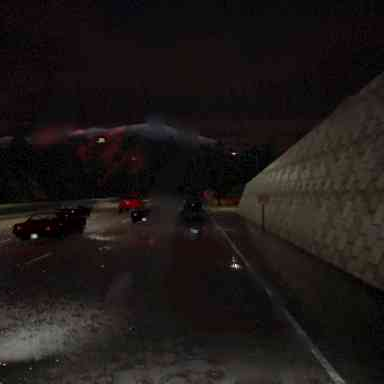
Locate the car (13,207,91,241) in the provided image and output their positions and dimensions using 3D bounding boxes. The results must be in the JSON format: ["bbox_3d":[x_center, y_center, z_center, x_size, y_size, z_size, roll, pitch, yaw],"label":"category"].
[{"bbox_3d":[-6.898,1.636,16.794,1.895,1.301,4.718,0,0,0],"label":"car"}]

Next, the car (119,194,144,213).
[{"bbox_3d":[-6.895,1.298,38.365,2.150,2.045,5.566,0,-1,0],"label":"car"}]

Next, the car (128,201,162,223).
[{"bbox_3d":[-3.397,1.655,25.880,1.895,1.301,4.718,0,0,0],"label":"car"}]

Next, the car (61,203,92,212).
[{"bbox_3d":[-10.395,1.662,29.449,1.895,1.301,4.718,0,0,0],"label":"car"}]

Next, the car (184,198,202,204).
[{"bbox_3d":[0.104,1.434,38.555,2.097,1.767,4.553,0,0,0],"label":"car"}]

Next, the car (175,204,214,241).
[{"bbox_3d":[0.103,1.561,16.924,1.812,1.442,4.674,0,0,0],"label":"car"}]
